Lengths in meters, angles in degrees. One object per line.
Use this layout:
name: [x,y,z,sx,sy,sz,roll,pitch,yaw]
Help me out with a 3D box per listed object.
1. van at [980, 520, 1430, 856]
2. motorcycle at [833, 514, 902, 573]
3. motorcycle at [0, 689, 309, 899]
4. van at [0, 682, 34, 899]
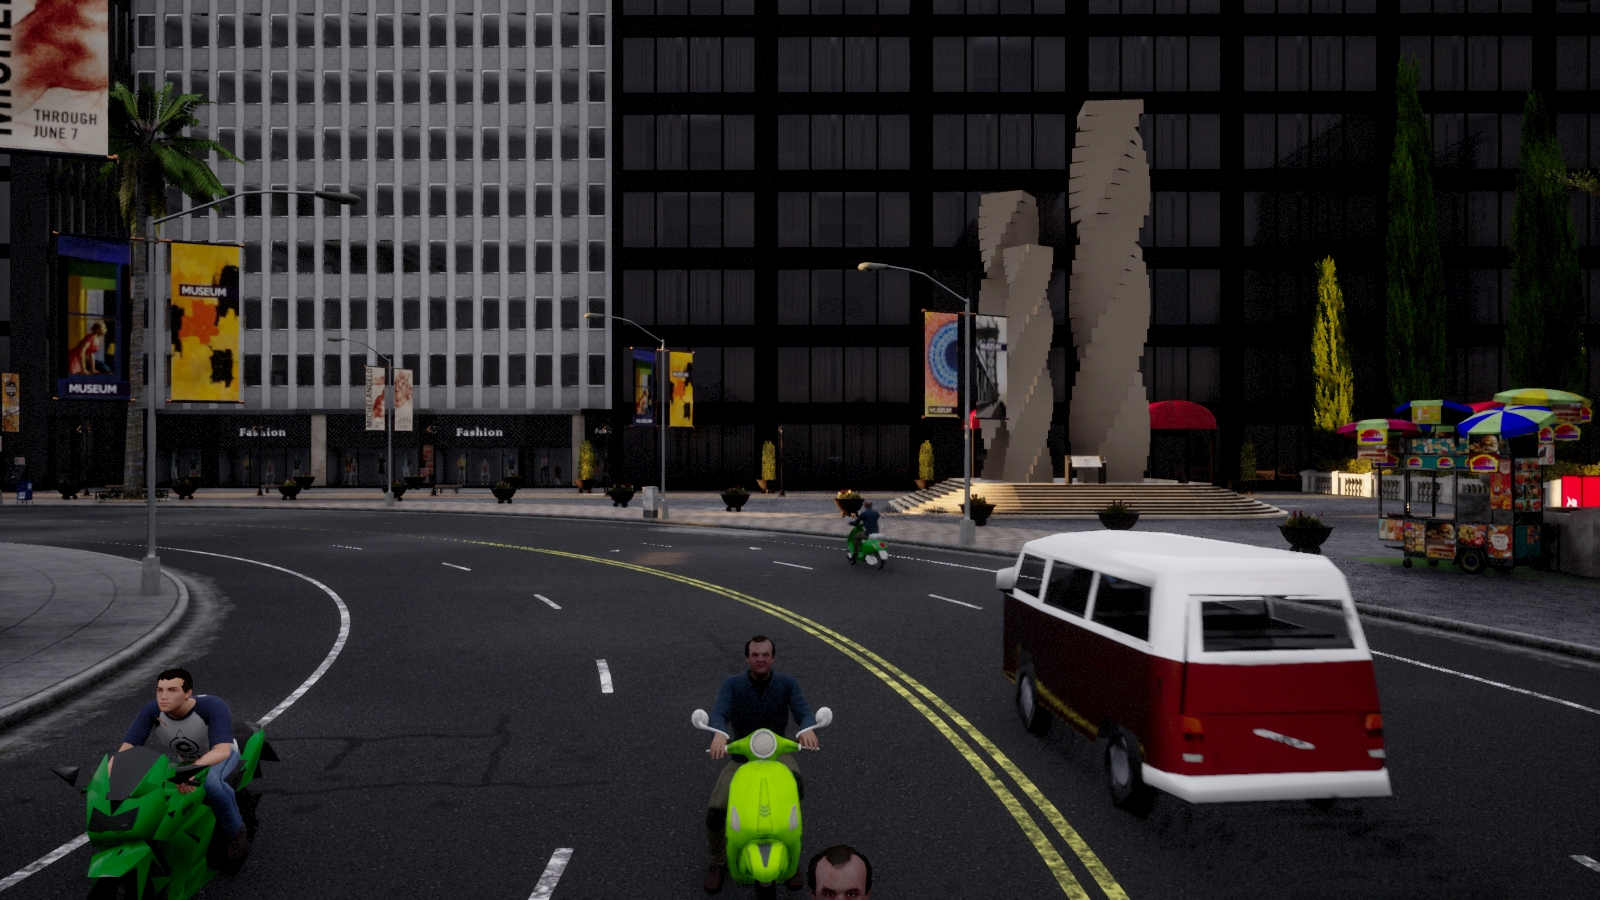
van: [3.196,1.782,10.204,2.069,2.038,4.480,0,0,-6]
motorcycle: [1.580,2.182,27.107,0.856,1.236,1.805,0,0,-26]
motorcycle: [-3.697,2.213,6.785,0.803,1.145,2.033,0,0,-4]
van: [-3.531,1.783,1.506,2.069,2.038,4.480,0,0,-1]
